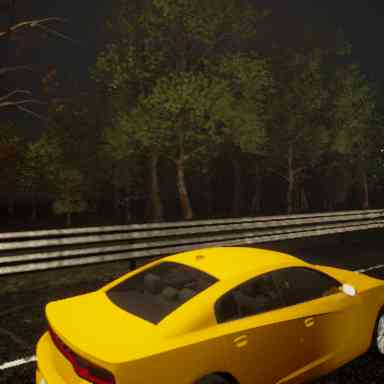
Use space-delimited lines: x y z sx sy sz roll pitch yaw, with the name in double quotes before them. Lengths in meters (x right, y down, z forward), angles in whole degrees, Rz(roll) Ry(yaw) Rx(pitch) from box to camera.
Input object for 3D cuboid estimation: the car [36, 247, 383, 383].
"car" 0.767 1.474 4.283 5.008 1.535 1.882 -1 0 -35
